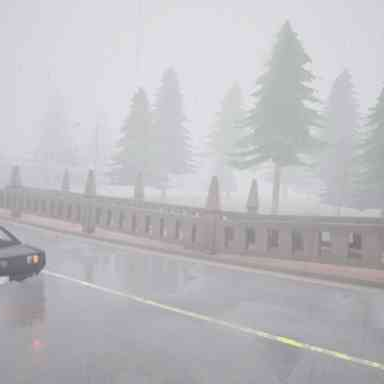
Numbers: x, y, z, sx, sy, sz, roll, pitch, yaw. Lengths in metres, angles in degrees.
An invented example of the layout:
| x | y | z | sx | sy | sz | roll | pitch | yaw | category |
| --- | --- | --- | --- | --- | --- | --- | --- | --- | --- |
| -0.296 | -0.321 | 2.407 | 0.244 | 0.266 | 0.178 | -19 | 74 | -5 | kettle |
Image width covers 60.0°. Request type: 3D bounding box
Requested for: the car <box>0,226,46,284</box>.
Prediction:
| x | y | z | sx | sy | sz | roll | pitch | yaw | category |
| --- | --- | --- | --- | --- | --- | --- | --- | --- | --- |
| -5.632 | 1.400 | 7.974 | 4.718 | 1.301 | 1.895 | 3 | 2 | 35 | car |
